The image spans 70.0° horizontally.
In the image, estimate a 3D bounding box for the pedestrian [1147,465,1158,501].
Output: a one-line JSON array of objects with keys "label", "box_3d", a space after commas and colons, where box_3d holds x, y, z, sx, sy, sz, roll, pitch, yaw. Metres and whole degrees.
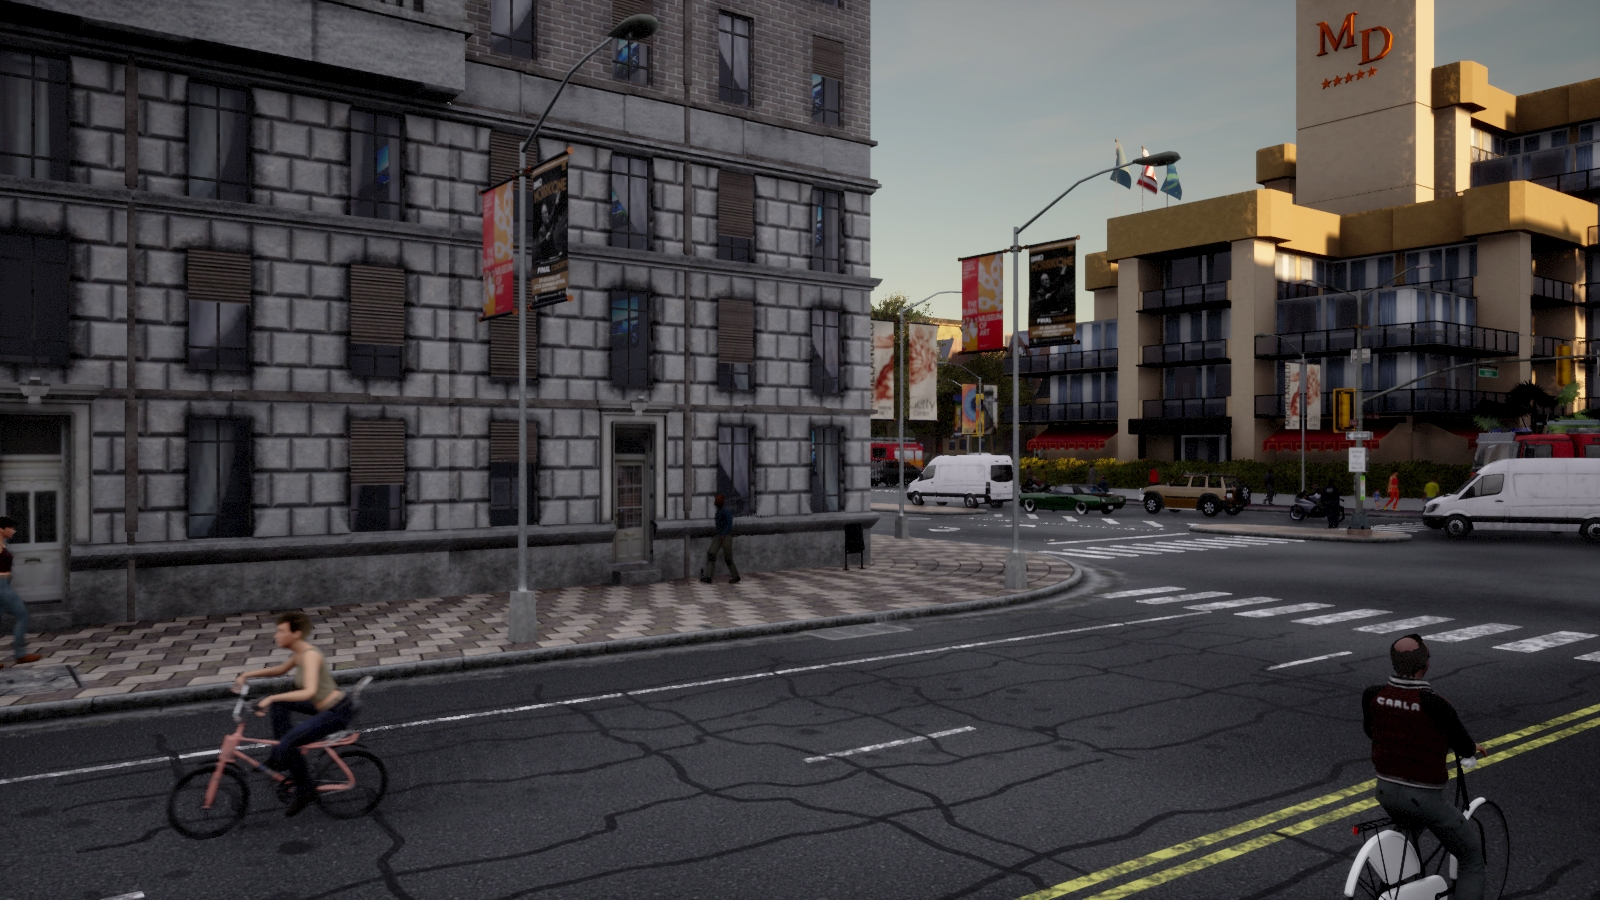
[{"label": "pedestrian", "box_3d": [18.386, 1.696, 59.629, 0.375, 1.860, 0.375, 0, 0, -39]}]

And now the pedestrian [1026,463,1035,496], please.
[{"label": "pedestrian", "box_3d": [13.314, 1.696, 65.907, 0.375, 1.860, 0.375, 0, 0, -39]}]

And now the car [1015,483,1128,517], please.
[{"label": "car", "box_3d": [11.885, 2.155, 50.351, 1.895, 1.301, 4.718, 0, 0, -37]}]

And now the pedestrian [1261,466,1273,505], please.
[{"label": "pedestrian", "box_3d": [22.225, 1.698, 54.364, 0.375, 1.860, 0.375, 0, 0, 45]}]

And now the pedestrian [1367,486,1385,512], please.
[{"label": "pedestrian", "box_3d": [24.604, 2.077, 48.785, 0.500, 1.100, 0.500, 0, 0, -25]}]

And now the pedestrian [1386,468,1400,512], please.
[{"label": "pedestrian", "box_3d": [25.318, 1.696, 48.812, 0.375, 1.860, 0.375, 0, 0, -26]}]

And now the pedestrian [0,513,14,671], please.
[{"label": "pedestrian", "box_3d": [-9.645, 1.696, 13.670, 0.375, 1.860, 0.375, 0, 0, -38]}]

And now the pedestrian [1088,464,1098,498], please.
[{"label": "pedestrian", "box_3d": [16.027, 1.696, 62.478, 0.375, 1.860, 0.375, 0, 0, -39]}]

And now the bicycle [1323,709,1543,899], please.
[{"label": "bicycle", "box_3d": [3.626, 2.210, 6.476, 1.835, 1.171, 0.329, 0, 0, -35]}]

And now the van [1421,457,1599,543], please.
[{"label": "van", "box_3d": [23.178, 1.534, 36.384, 5.915, 2.561, 1.988, 0, 0, 30]}]

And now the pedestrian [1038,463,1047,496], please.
[{"label": "pedestrian", "box_3d": [13.854, 1.696, 65.284, 0.375, 1.860, 0.375, 0, 0, -37]}]

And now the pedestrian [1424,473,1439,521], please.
[{"label": "pedestrian", "box_3d": [24.802, 1.848, 44.866, 0.375, 1.860, 0.375, 0, 0, -16]}]

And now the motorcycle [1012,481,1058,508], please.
[{"label": "motorcycle", "box_3d": [11.640, 2.205, 56.539, 0.867, 1.251, 2.209, 0, 0, -37]}]

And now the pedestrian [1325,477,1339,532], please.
[{"label": "pedestrian", "box_3d": [18.178, 1.848, 39.026, 0.375, 1.860, 0.375, 0, 0, 37]}]

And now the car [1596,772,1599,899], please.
[{"label": "car", "box_3d": [4.999, 1.754, 3.274, 6.274, 2.098, 2.390, 0, 0, -34]}]

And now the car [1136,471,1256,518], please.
[{"label": "car", "box_3d": [17.034, 1.864, 49.374, 1.932, 1.855, 4.605, 0, 0, -37]}]

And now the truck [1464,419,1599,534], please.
[{"label": "truck", "box_3d": [28.058, 0.890, 39.405, 8.468, 3.827, 2.891, 0, 0, 5]}]

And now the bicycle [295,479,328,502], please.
[{"label": "bicycle", "box_3d": [-27.411, 2.268, 64.075, 1.835, 1.171, 0.329, 4, -4, 18]}]

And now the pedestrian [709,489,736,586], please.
[{"label": "pedestrian", "box_3d": [-1.512, 1.696, 22.273, 0.375, 1.860, 0.375, 0, 0, -38]}]

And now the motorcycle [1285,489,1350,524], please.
[{"label": "motorcycle", "box_3d": [20.381, 2.205, 45.032, 0.867, 1.251, 2.209, 0, 0, -40]}]
